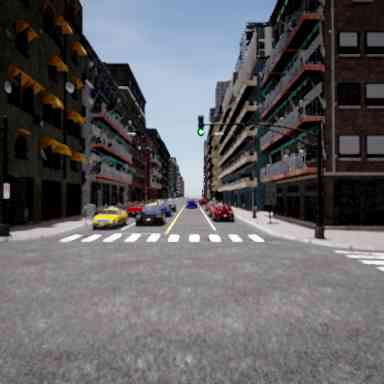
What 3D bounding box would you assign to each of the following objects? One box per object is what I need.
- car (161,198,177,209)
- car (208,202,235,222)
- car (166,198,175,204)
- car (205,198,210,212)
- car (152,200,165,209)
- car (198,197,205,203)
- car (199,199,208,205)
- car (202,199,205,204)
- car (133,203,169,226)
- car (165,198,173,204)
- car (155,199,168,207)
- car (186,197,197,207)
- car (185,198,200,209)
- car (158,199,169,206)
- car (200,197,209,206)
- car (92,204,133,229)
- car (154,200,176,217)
[{"bbox_3d":[-3.112,1.895,45.387,2.128,1.511,4.902,0,-1,0],"label":"car"},{"bbox_3d":[2.682,1.803,29.139,1.887,1.381,4.507,1,-1,0],"label":"car"},{"bbox_3d":[-5.734,2.359,89.903,2.008,1.369,4.403,1,-1,0],"label":"car"},{"bbox_3d":[2.680,1.748,34.664,1.967,1.590,4.097,1,-1,0],"label":"car"},{"bbox_3d":[-5.715,2.030,56.595,1.752,1.417,4.829,1,-1,0],"label":"car"},{"bbox_3d":[2.645,2.300,95.419,1.967,1.590,4.097,1,-1,0],"label":"car"},{"bbox_3d":[2.653,2.273,78.848,1.947,1.339,4.313,1,-1,0],"label":"car"},{"bbox_3d":[2.672,1.988,45.709,1.802,1.307,4.206,1,-1,0],"label":"car"},{"bbox_3d":[-3.104,1.791,25.600,1.994,1.385,4.181,0,-1,0],"label":"car"},{"bbox_3d":[-5.731,2.281,84.210,1.752,1.417,4.829,1,-1,0],"label":"car"},{"bbox_3d":[-5.718,2.107,62.288,2.008,1.369,4.403,1,-1,0],"label":"car"},{"bbox_3d":[-0.037,1.936,65.375,2.097,1.767,4.553,0,-1,0],"label":"car"},{"bbox_3d":[-0.030,2.019,55.398,1.812,1.442,4.674,0,-1,0],"label":"car"},{"bbox_3d":[-5.722,2.151,67.811,1.887,1.381,4.507,1,-1,0],"label":"car"},{"bbox_3d":[2.662,1.921,67.805,2.192,1.841,5.009,1,-1,0],"label":"car"},{"bbox_3d":[-5.695,1.734,23.456,1.752,1.417,4.829,1,-1,0],"label":"car"},{"bbox_3d":[-3.109,1.875,35.048,1.994,1.385,4.181,0,-1,0],"label":"car"}]
